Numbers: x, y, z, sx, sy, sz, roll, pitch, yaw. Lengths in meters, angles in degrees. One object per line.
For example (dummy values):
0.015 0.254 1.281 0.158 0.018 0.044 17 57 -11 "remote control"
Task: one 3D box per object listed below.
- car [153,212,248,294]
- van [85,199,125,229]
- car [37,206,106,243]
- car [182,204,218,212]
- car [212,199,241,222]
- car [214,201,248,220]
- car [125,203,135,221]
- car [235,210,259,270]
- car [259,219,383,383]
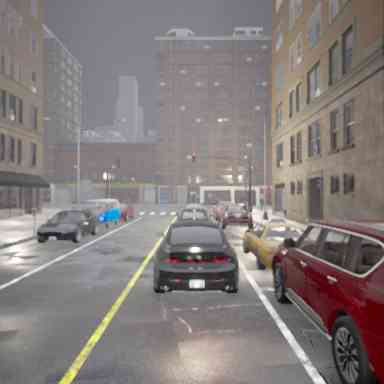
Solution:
0.072 1.507 8.775 1.837 1.490 4.892 0 0 -1 "car"
-5.810 1.351 21.566 1.690 1.788 3.998 1 0 0 "van"
-5.822 1.572 16.083 1.947 1.339 4.313 1 0 0 "car"
0.129 1.533 16.864 1.812 1.442 4.674 0 0 0 "car"
2.724 1.455 27.032 1.967 1.590 4.097 1 0 0 "car"
2.714 1.451 21.549 1.967 1.590 4.097 1 0 0 "car"
-5.802 1.560 27.048 1.887 1.381 4.507 1 0 0 "car"
2.694 1.528 10.754 1.752 1.417 4.829 1 0 0 "car"
2.686 1.315 5.101 2.192 1.841 5.009 1 0 0 "car"
